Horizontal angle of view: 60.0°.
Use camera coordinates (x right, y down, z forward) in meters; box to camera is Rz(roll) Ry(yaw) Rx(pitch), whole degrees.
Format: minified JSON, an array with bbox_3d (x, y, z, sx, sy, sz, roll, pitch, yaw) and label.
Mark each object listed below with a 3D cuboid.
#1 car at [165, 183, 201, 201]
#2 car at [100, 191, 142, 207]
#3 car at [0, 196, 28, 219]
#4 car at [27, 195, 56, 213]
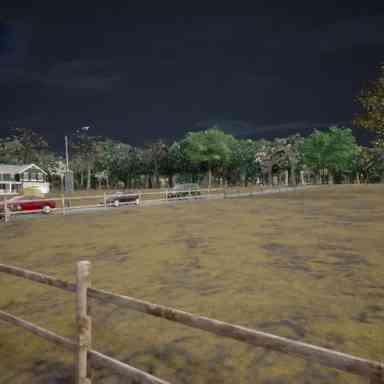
[{"bbox_3d":[-1.088,-0.034,42.882,2.150,2.045,5.566,-3,1,36],"label":"car"},{"bbox_3d":[-7.258,0.663,34.227,1.837,1.490,4.892,-3,1,36],"label":"car"},{"bbox_3d":[-13.162,1.152,21.054,1.994,1.385,4.181,-2,1,39],"label":"car"},{"bbox_3d":[-13.192,1.027,25.912,1.882,1.535,5.008,-3,1,35],"label":"car"}]
